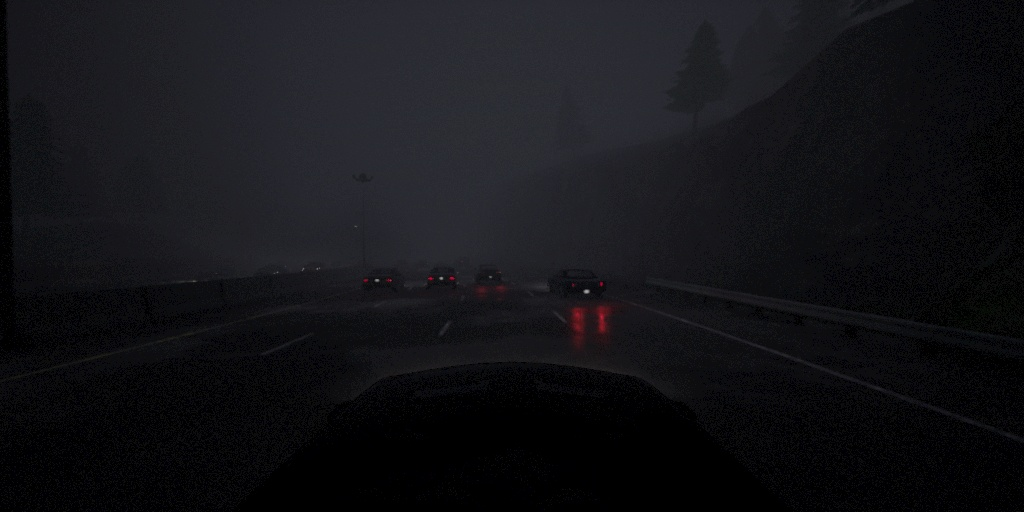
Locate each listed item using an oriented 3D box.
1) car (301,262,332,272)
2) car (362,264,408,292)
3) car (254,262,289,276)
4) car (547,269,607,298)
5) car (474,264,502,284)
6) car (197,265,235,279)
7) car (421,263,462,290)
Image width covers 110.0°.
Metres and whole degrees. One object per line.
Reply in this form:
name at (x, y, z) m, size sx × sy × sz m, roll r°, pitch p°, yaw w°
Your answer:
car at (-23.215, 1.484, 42.256) m, size 2.097 × 1.767 × 4.553 m, roll -1°, pitch 0°, yaw -16°
car at (-7.961, 1.430, 22.590) m, size 2.033 × 1.411 × 5.357 m, roll -1°, pitch 0°, yaw -9°
car at (-25.058, 1.686, 37.474) m, size 1.812 × 1.442 × 4.674 m, roll -1°, pitch 0°, yaw -12°
car at (3.086, 1.305, 18.150) m, size 1.895 × 1.301 × 4.718 m, roll -1°, pitch 0°, yaw -6°
car at (-1.898, 1.312, 27.626) m, size 1.812 × 1.442 × 4.674 m, roll -1°, pitch 0°, yaw -9°
car at (-33.317, 1.771, 40.515) m, size 1.882 × 1.535 × 5.008 m, roll 0°, pitch 1°, yaw -15°
car at (-4.510, 1.375, 23.357) m, size 2.033 × 1.411 × 5.357 m, roll -1°, pitch 0°, yaw -9°
